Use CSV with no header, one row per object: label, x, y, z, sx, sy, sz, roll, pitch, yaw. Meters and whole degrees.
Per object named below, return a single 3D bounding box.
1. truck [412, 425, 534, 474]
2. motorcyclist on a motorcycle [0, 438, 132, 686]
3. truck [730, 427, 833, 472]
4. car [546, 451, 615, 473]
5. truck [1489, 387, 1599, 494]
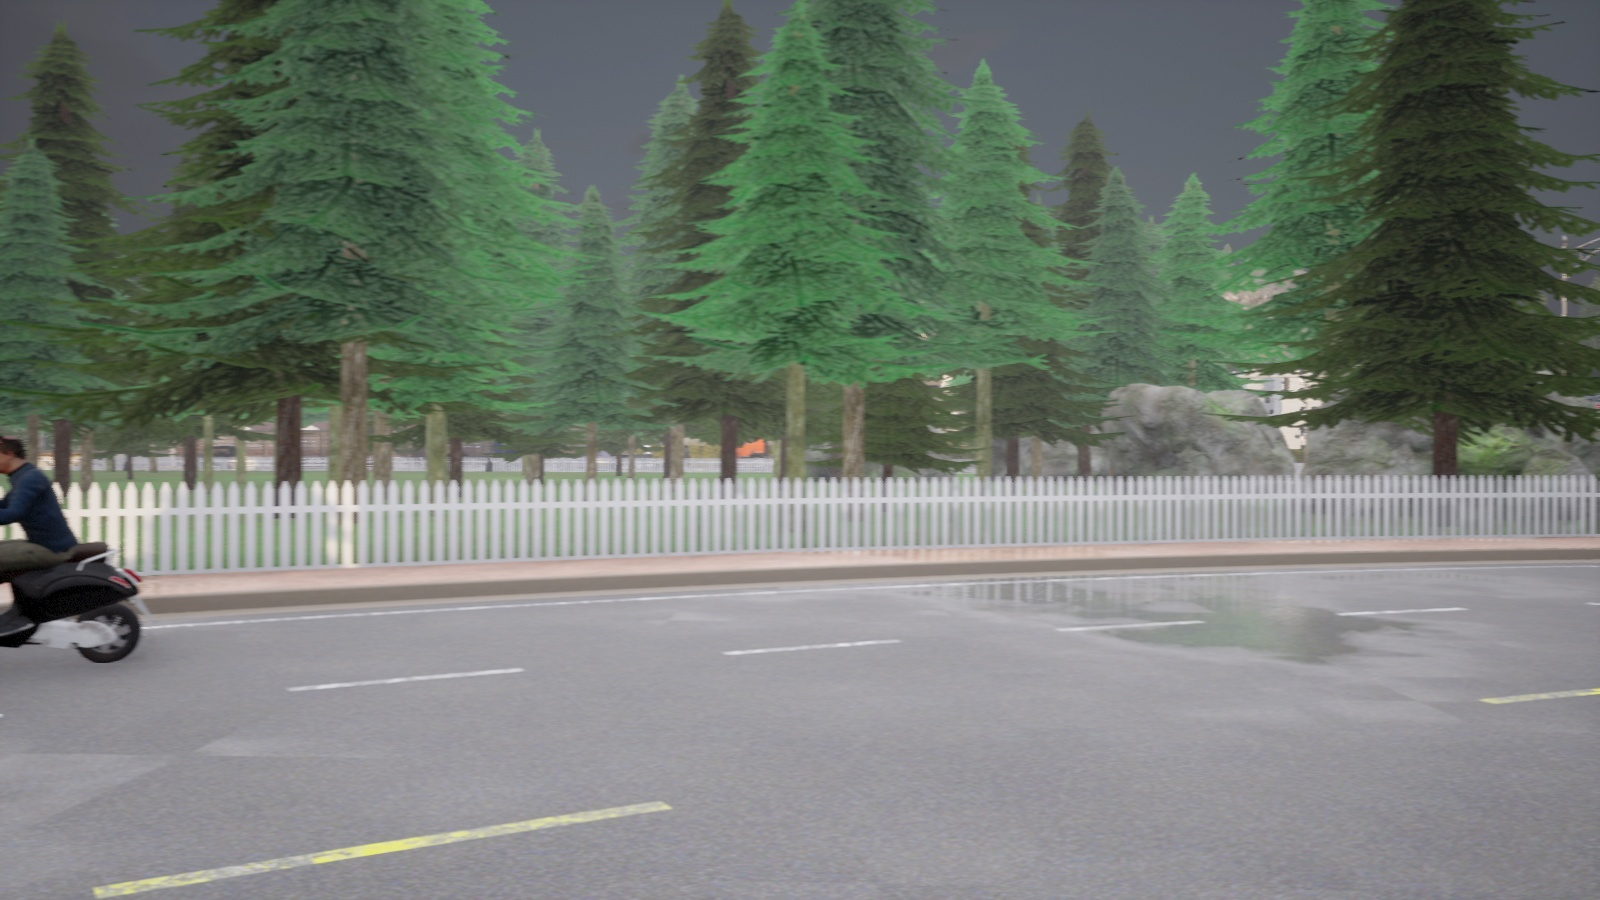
truck,-23.260,-0.024,89.647,7.936,3.462,2.891,0,0,3
motorcyclist on a motorcycle,-5.500,0.717,8.341,1.817,1.590,0.866,0,0,-32
truck,-1.411,-0.042,98.845,7.936,3.462,2.891,0,0,3
car,-16.822,0.888,96.269,4.856,1.649,2.033,0,0,3
truck,30.291,-0.340,48.565,2.891,3.827,8.468,0,0,2
